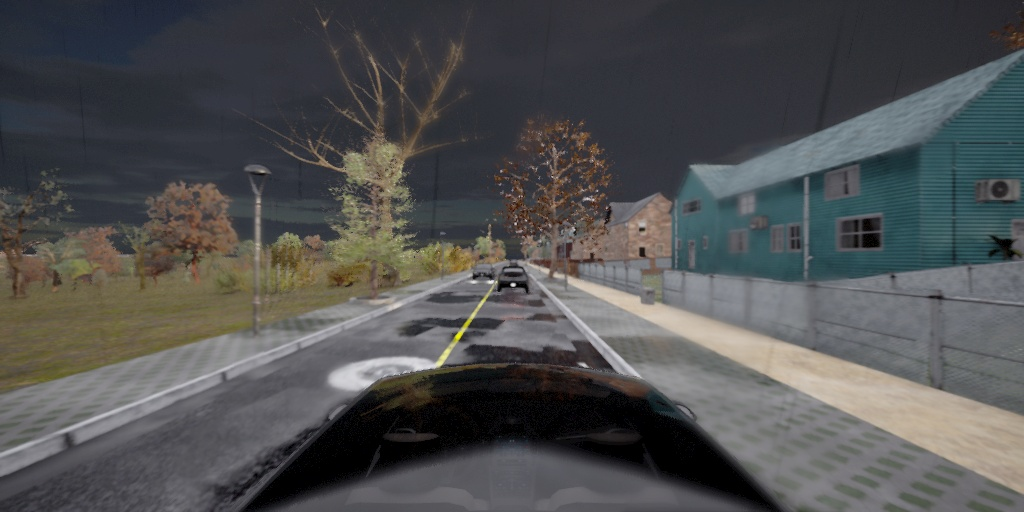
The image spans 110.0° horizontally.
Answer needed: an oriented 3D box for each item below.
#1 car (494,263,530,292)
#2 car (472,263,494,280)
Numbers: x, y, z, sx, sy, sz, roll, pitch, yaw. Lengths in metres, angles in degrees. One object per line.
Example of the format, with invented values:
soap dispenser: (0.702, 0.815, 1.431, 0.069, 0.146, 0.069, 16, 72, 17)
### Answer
car: (0.083, 1.372, 22.437, 1.837, 1.490, 4.892, 0, 0, 0)
car: (-2.618, 1.434, 33.885, 1.837, 1.490, 4.892, 0, -1, 0)
